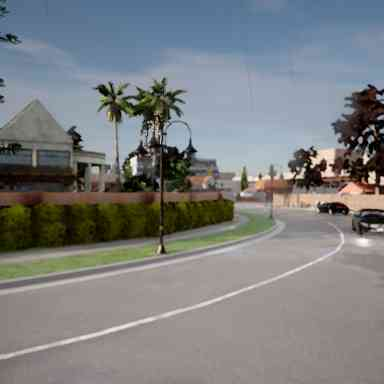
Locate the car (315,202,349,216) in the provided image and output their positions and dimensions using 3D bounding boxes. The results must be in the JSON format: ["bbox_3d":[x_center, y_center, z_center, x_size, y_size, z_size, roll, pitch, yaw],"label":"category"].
[{"bbox_3d":[15.988,1.871,38.160,1.837,1.490,4.892,0,-1,-7],"label":"car"}]

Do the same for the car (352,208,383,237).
[{"bbox_3d":[10.245,1.662,18.836,1.812,1.442,4.674,0,0,21],"label":"car"}]
